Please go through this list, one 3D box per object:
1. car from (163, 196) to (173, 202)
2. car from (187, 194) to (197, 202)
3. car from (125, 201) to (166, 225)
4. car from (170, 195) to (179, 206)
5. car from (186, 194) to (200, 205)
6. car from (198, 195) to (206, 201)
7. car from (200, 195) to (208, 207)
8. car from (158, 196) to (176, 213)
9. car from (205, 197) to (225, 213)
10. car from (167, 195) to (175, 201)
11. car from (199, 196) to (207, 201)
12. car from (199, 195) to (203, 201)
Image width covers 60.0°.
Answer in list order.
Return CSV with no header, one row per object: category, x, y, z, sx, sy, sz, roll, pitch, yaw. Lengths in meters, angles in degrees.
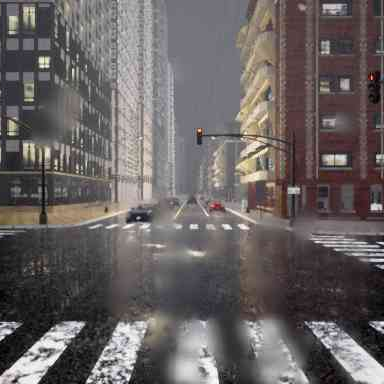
car,-5.696,1.589,78.331,2.008,1.369,4.403,0,0,0
car,-0.005,1.218,69.743,2.097,1.767,4.553,0,0,0
car,-3.403,1.564,24.143,1.994,1.385,4.181,0,0,5
car,-3.078,1.567,55.318,2.033,1.411,5.357,0,0,0
car,-0.004,1.549,59.771,1.812,1.442,4.674,0,0,0
car,2.683,1.491,89.630,1.967,1.590,4.097,0,0,0
car,2.687,1.567,50.090,2.008,1.369,4.403,0,0,0
car,-3.098,1.511,37.546,1.837,1.490,4.892,0,1,0
car,2.739,1.591,37.172,1.802,1.307,4.206,0,0,0
car,-5.698,1.595,89.629,1.887,1.381,4.507,0,0,0
car,2.683,1.626,83.981,1.802,1.307,4.206,0,0,0
car,2.687,1.571,55.738,2.008,1.369,4.403,0,0,0
